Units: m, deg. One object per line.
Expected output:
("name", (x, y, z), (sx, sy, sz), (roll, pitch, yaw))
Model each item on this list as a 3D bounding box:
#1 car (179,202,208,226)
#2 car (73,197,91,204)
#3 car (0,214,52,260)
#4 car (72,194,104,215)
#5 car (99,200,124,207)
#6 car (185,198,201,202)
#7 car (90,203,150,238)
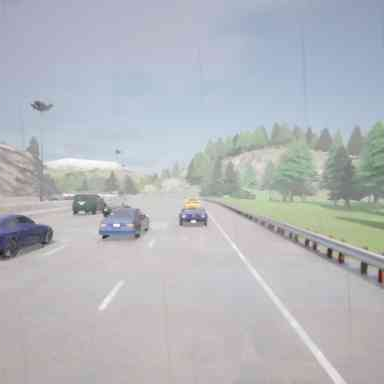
("car", (0.093, 1.602, 23.573), (1.895, 1.301, 4.718), (0, 0, 0))
("car", (-21.076, 1.598, 63.769), (1.895, 1.301, 4.718), (0, 0, 0))
("car", (-6.904, 1.526, 12.377), (1.812, 1.442, 4.674), (0, 0, 0))
("car", (-10.412, 1.222, 34.028), (2.150, 2.045, 5.566), (0, 0, 0))
("car", (-6.910, 1.601, 31.131), (1.895, 1.301, 4.718), (0, 0, 0))
("car", (0.087, 1.479, 41.539), (1.882, 1.535, 5.008), (0, 0, 0))
("car", (-3.404, 1.548, 17.499), (2.033, 1.411, 5.357), (0, 0, 0))
